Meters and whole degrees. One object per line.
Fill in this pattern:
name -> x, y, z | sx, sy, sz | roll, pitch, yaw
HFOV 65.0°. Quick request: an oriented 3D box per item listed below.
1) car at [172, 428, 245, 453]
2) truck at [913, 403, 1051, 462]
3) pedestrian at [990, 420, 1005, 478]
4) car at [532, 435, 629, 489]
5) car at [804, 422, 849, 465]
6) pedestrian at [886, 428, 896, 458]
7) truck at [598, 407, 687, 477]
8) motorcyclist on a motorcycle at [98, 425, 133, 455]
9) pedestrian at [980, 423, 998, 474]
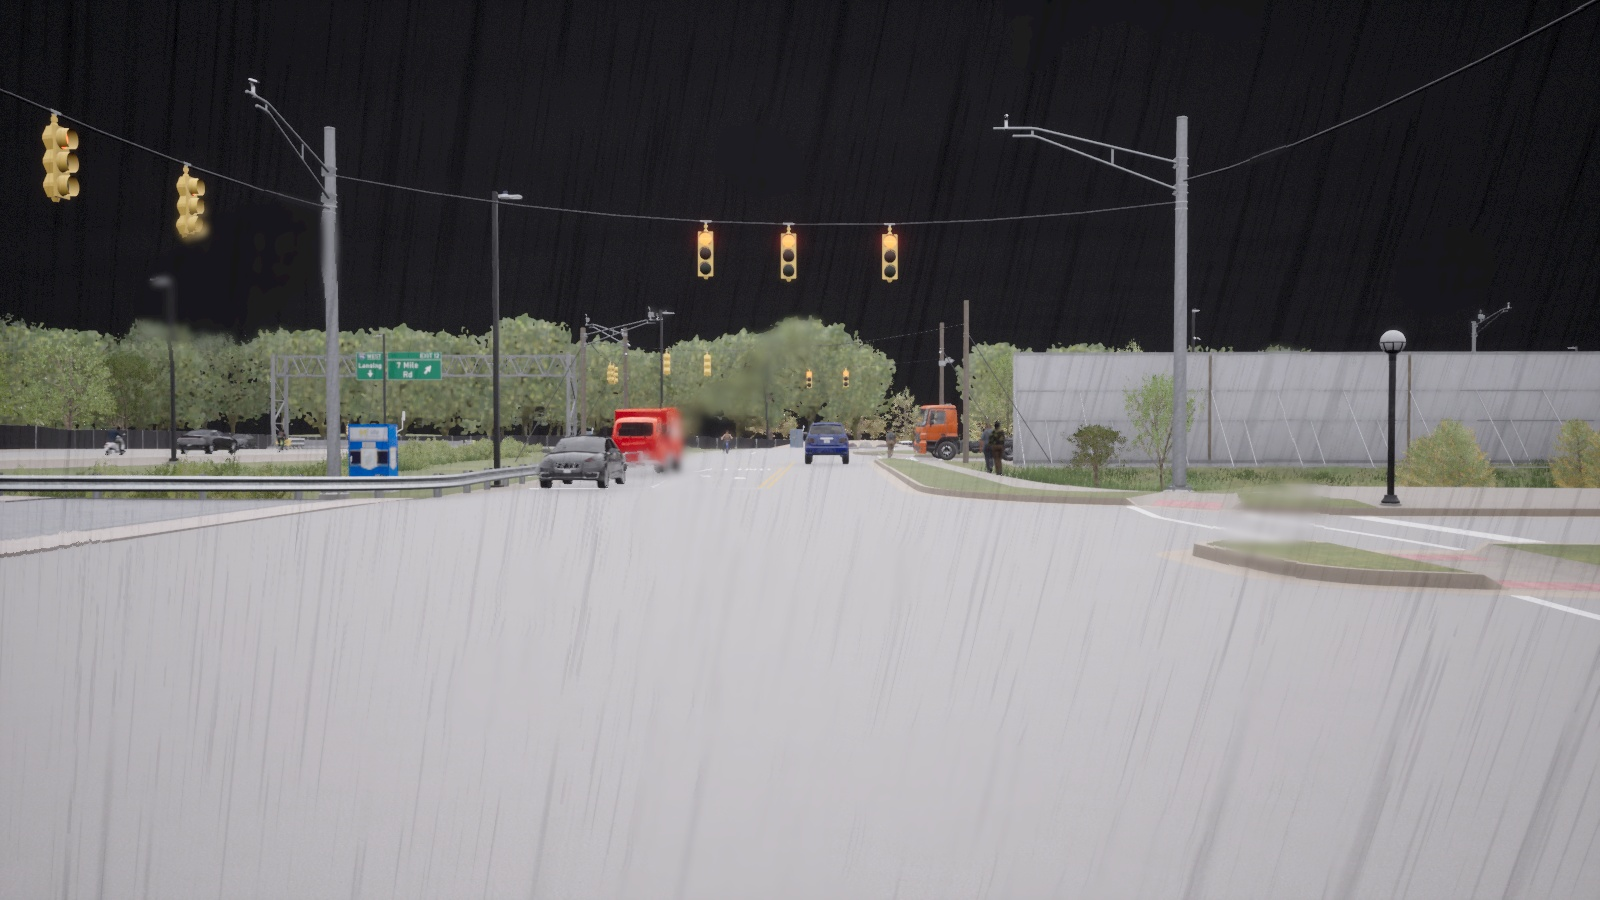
car -> -36.571, -0.589, 77.793 | 2.128, 1.511, 4.902 | 0, 0, 1
truck -> 11.123, -1.089, 77.374 | 7.936, 3.462, 2.891 | 1, 2, -4
pedestrian -> 6.699, -0.049, 42.601 | 0.395, 1.930, 0.692 | 0, 2, 1
car -> -6.304, 0.320, 36.616 | 1.837, 1.490, 4.892 | 0, 0, 1
car -> 1.361, -0.350, 62.966 | 2.150, 2.045, 5.566 | 0, 1, 2
pedestrian -> 5.628, -0.421, 77.771 | 0.540, 1.848, 0.694 | 0, 2, 1
truck -> -6.002, -0.369, 48.596 | 2.627, 2.467, 5.204 | 0, 3, 1
motorcyclist on a motorcycle -> -36.771, -0.530, 67.492 | 0.866, 1.590, 1.817 | 0, 0, 1
pedestrian -> 6.906, -0.068, 45.911 | 0.540, 1.848, 0.694 | 0, 2, 2
